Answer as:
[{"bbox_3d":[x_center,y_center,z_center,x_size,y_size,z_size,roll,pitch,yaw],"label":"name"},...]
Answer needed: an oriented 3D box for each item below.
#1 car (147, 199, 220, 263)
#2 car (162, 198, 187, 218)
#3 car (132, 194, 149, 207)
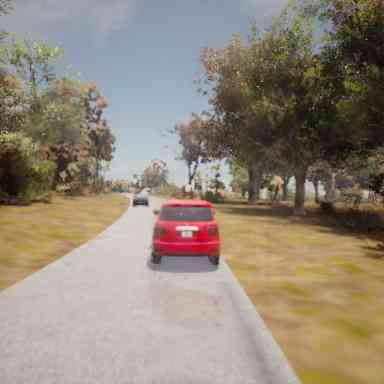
[{"bbox_3d":[-0.274,1.271,12.323,2.150,2.045,5.566,1,1,-3],"label":"car"},{"bbox_3d":[-1.623,1.331,28.647,1.895,1.301,4.718,1,2,-6],"label":"car"},{"bbox_3d":[-5.807,0.955,37.880,1.895,1.301,4.718,1,2,-9],"label":"car"}]
